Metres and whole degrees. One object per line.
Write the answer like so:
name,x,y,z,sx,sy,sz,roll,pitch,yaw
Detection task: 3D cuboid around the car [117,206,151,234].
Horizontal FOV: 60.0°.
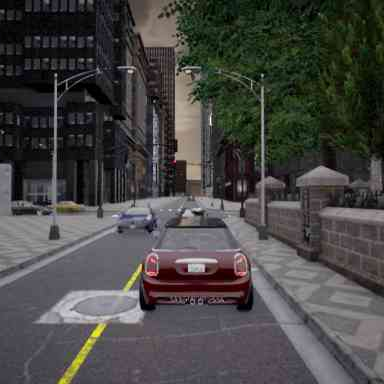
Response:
car,-3.059,1.540,19.421,1.812,1.442,4.674,0,0,0

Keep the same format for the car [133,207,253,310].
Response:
car,0.074,1.355,7.955,2.097,1.767,4.553,0,0,0

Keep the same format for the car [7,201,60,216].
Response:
car,-14.731,1.514,29.995,4.403,1.369,2.008,0,-1,0

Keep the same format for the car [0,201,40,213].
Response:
car,-20.233,1.703,38.531,4.403,1.369,2.008,0,-1,0

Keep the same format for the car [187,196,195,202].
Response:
car,-0.254,1.714,81.254,1.812,1.442,4.674,0,0,0

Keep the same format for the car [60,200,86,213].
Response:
car,-14.890,1.671,38.519,4.829,1.417,1.752,0,-1,0

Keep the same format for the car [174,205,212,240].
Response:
car,0.041,1.538,18.082,1.812,1.442,4.674,0,0,0
